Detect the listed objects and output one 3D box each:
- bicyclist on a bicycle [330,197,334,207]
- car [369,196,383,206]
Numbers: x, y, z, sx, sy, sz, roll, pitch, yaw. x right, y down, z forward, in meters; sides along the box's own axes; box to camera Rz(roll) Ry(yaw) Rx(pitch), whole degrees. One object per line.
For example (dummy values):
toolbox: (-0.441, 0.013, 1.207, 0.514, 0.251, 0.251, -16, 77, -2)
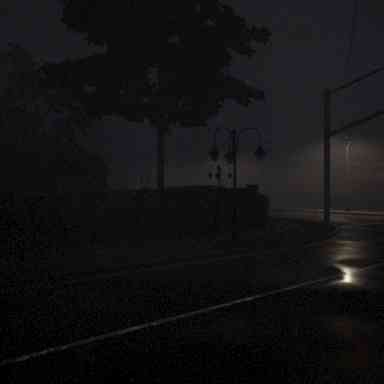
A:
bicyclist on a bicycle: (20.837, 1.430, 50.104, 1.656, 1.620, 0.582, -6, -7, -37)
car: (28.414, 1.295, 48.461, 2.242, 1.667, 4.611, 0, 0, -35)
